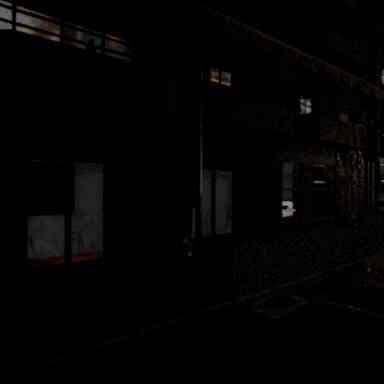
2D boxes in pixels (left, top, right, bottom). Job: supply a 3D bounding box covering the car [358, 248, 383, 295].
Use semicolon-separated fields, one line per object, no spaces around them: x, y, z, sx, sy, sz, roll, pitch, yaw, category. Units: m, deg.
5.315;1.311;7.165;4.829;1.417;1.752;-2;3;-39;car
